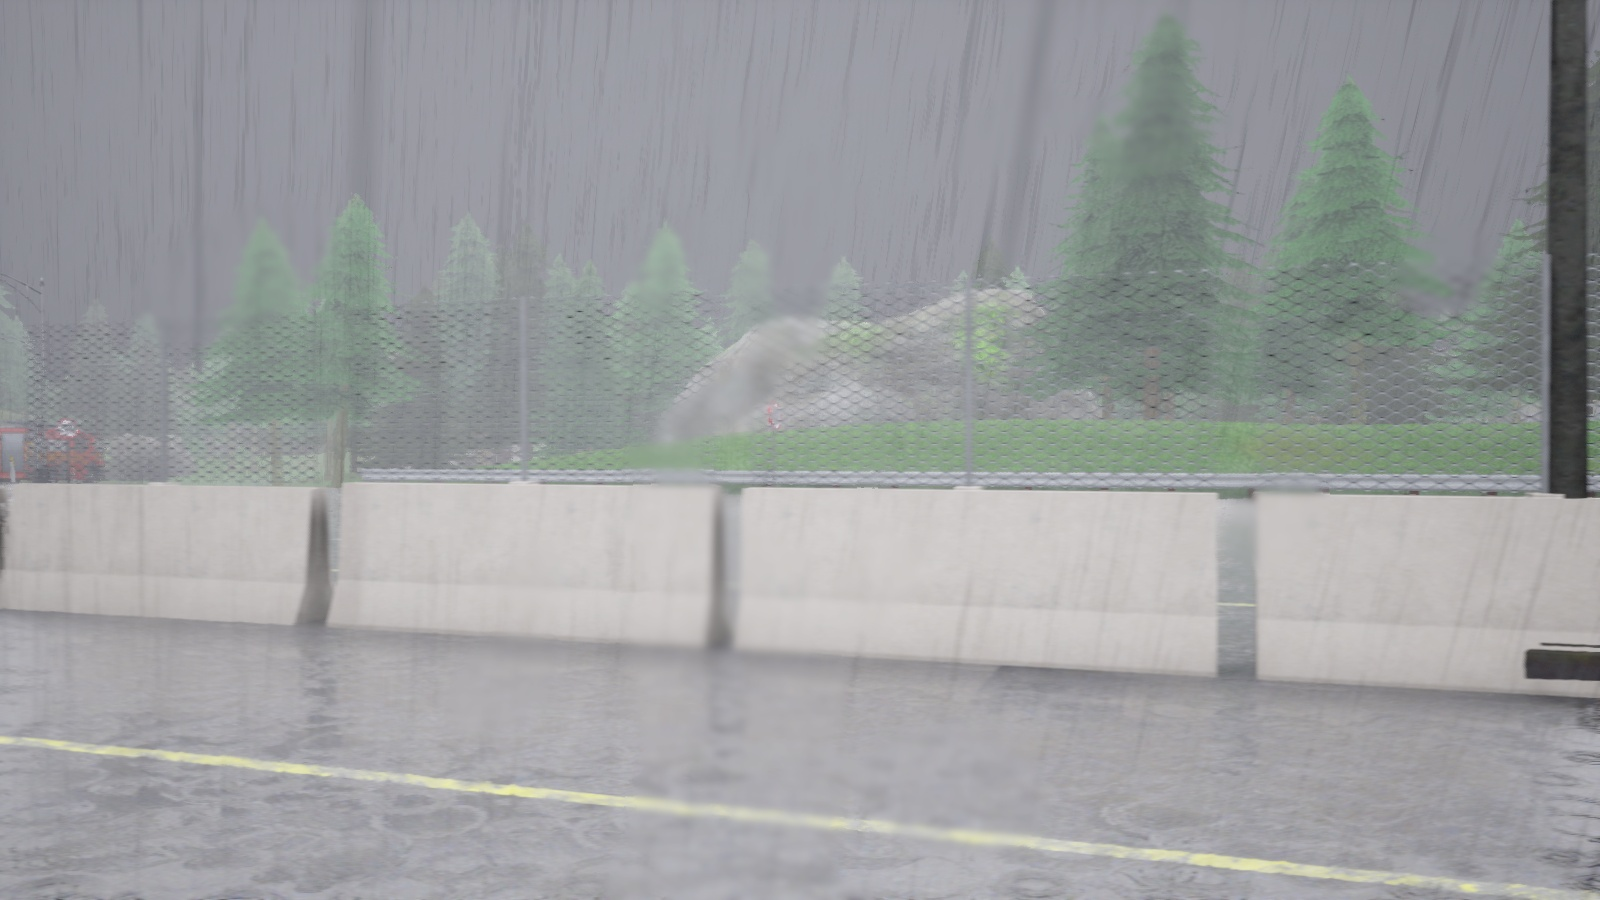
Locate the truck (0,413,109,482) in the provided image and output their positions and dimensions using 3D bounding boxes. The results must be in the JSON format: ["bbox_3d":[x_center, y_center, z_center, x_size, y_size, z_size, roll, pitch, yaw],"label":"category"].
[{"bbox_3d":[-45.774,-0.042,76.751,2.891,3.827,8.468,0,-2,-4],"label":"truck"}]
